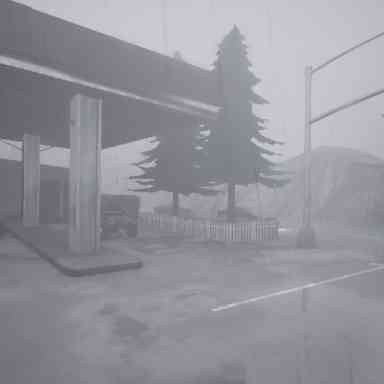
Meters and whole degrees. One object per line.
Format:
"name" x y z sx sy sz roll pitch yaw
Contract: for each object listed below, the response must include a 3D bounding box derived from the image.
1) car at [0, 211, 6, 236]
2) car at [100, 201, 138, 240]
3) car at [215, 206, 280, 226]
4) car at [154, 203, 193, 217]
"car" -11.715 1.519 18.435 2.242 1.667 4.611 1 0 -36
"car" -4.584 1.446 18.239 1.905 1.878 3.866 1 0 -36
"car" 3.998 1.802 25.024 2.033 1.411 5.357 1 0 -35
"car" -1.943 1.786 33.426 1.895 1.301 4.718 1 0 -35
